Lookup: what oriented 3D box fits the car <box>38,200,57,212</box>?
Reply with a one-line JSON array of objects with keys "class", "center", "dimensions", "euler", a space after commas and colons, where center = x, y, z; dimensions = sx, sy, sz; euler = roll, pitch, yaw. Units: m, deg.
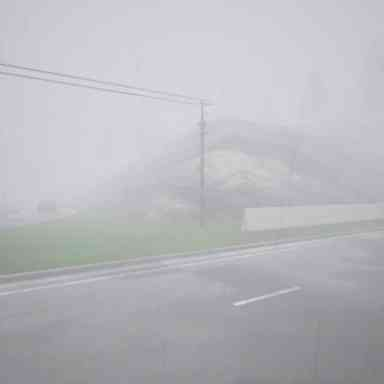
[{"class": "car", "center": [-16.573, 1.558, 38.125], "dimensions": [1.994, 1.385, 4.181], "euler": [0, 0, -25]}]
